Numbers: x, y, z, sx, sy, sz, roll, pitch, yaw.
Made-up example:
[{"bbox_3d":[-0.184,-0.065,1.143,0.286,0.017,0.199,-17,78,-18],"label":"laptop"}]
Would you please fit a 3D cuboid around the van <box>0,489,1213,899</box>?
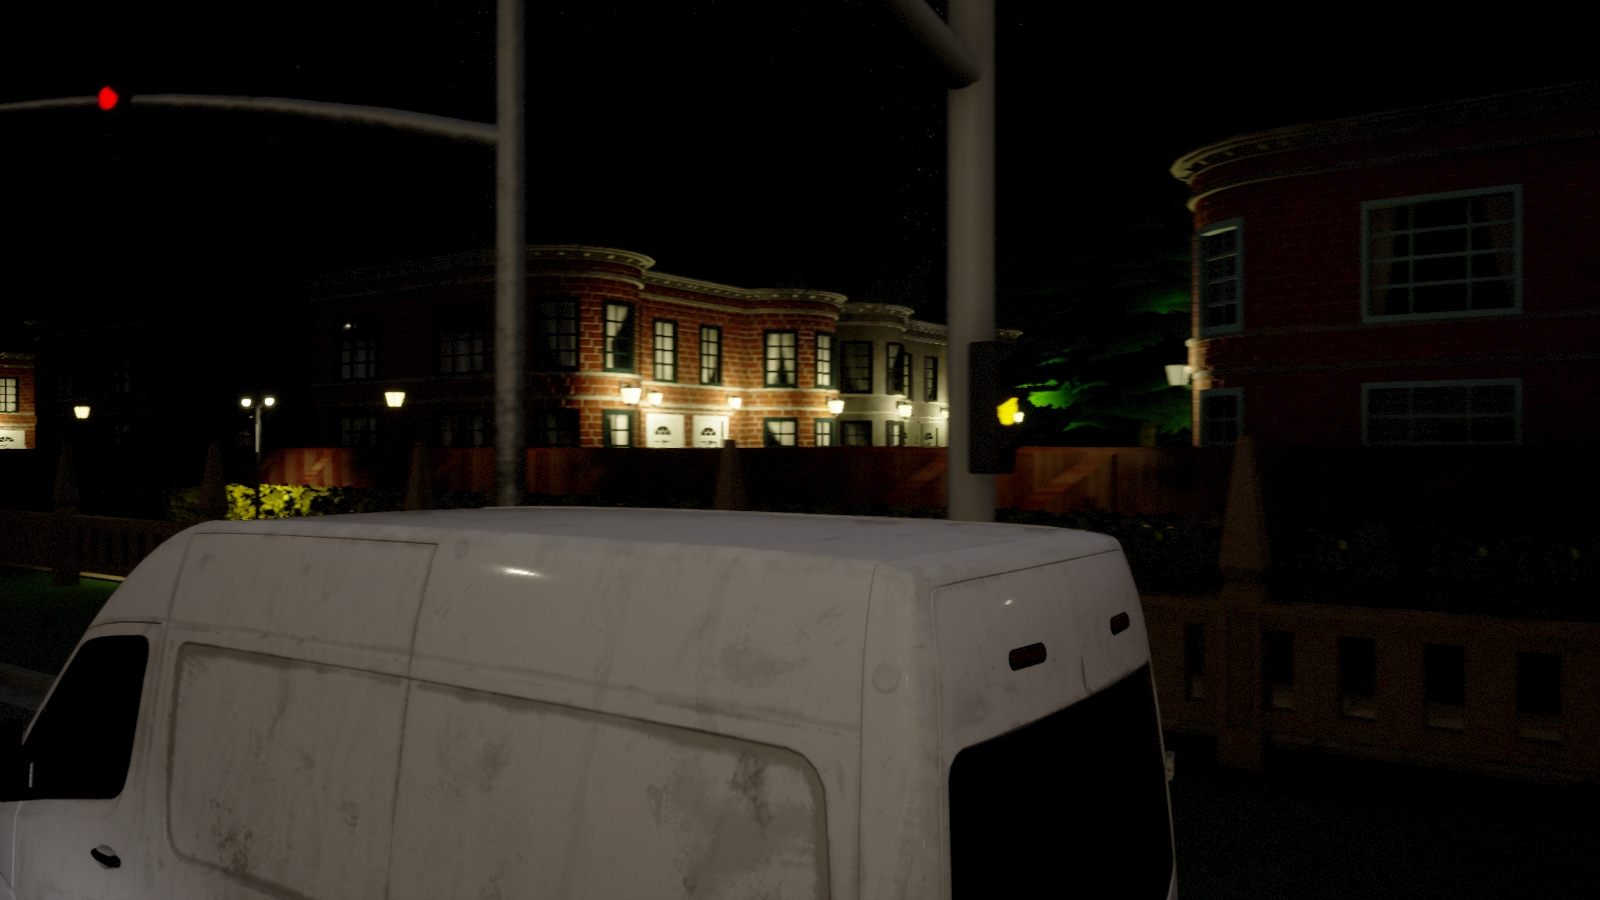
[{"bbox_3d":[-1.553,1.535,4.864,5.915,2.561,1.988,0,0,35],"label":"van"}]
